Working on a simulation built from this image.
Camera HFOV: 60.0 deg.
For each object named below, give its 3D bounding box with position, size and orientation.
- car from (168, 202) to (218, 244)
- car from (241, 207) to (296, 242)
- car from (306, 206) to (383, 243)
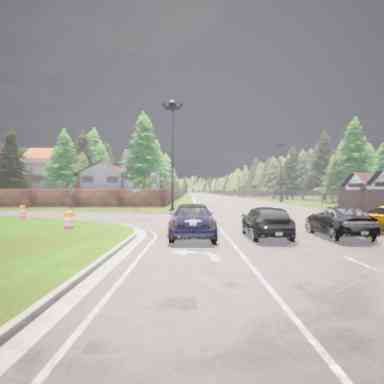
[{"bbox_3d":[-0.031,1.334,15.790,2.097,1.767,4.553,0,0,-2],"label":"car"},{"bbox_3d":[3.590,1.486,16.181,1.837,1.490,4.892,0,0,0],"label":"car"},{"bbox_3d":[7.091,1.473,16.098,2.128,1.511,4.902,0,0,0],"label":"car"}]
